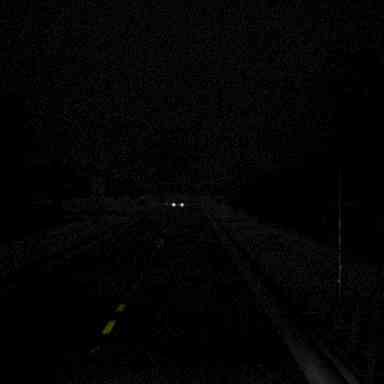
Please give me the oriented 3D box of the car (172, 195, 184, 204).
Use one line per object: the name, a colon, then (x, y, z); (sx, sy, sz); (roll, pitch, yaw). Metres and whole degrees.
car: (-2.768, 1.385, 65.802); (2.097, 1.767, 4.553); (0, 0, -1)
